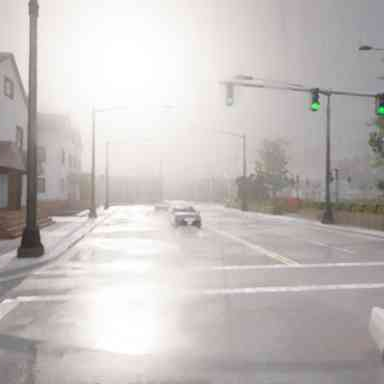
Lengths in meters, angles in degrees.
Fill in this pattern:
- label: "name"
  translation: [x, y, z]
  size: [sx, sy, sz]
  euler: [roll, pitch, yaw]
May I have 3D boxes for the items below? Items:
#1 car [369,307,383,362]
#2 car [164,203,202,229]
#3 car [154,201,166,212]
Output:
- label: "car"
  translation: [2.690, 1.646, 1.880]
  size: [1.895, 1.301, 4.718]
  euler: [0, -1, 13]
- label: "car"
  translation: [-0.539, 1.755, 24.089]
  size: [2.128, 1.511, 4.902]
  euler: [0, 0, -9]
- label: "car"
  translation: [-4.404, 1.995, 47.177]
  size: [2.033, 1.411, 5.357]
  euler: [0, 0, -9]
